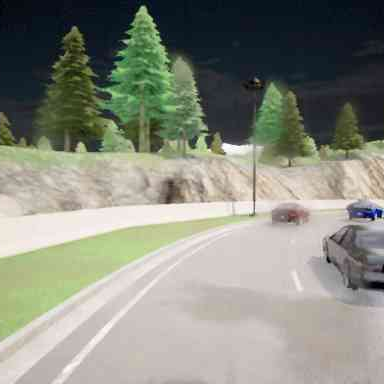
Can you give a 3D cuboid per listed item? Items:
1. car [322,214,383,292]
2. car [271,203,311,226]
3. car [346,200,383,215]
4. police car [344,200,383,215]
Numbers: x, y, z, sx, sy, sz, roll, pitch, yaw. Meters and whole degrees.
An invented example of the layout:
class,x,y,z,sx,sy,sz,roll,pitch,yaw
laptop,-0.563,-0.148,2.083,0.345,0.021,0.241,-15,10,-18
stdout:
class,x,y,z,sx,sy,sz,roll,pitch,yaw
car,4.834,1.593,8.990,2.033,1.411,5.357,0,0,13
car,7.343,1.550,24.420,1.882,1.535,5.008,0,0,31
car,15.015,1.619,28.554,1.882,1.535,5.008,0,0,40
police car,19.643,1.690,38.019,4.974,1.542,2.038,1,0,-39
